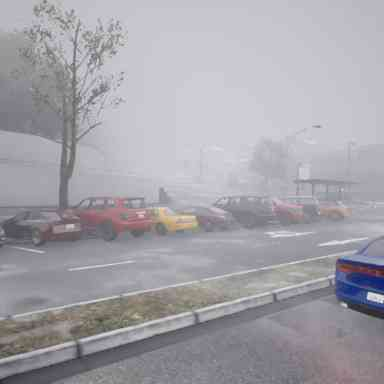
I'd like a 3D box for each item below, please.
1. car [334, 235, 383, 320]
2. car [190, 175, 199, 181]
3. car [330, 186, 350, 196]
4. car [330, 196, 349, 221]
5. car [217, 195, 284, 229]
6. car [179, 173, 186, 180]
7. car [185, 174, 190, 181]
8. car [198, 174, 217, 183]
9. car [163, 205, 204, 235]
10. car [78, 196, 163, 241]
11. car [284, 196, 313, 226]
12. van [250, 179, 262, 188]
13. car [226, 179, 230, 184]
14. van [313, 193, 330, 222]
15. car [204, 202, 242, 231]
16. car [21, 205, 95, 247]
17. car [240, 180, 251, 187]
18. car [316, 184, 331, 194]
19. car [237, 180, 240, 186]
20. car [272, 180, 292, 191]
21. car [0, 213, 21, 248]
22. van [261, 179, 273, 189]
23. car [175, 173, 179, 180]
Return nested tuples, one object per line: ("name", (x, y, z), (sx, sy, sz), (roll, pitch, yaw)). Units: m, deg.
("car", (4.864, 1.487, 6.585), (5.008, 1.535, 1.882), (0, 0, -35))
("car", (2.726, -3.700, 87.770), (2.435, 2.045, 5.566), (7, 3, 34))
("car", (25.185, 0.135, 55.770), (2.002, 1.452, 4.674), (7, 3, 35))
("car", (10.263, 1.402, 27.294), (4.553, 1.767, 2.185), (-1, -1, 35))
("car", (2.796, 1.262, 22.177), (5.566, 2.045, 2.435), (-1, -1, 35))
("car", (-0.793, -4.086, 92.710), (2.185, 1.767, 4.553), (4, 1, 34))
("car", (0.934, -3.852, 90.238), (2.185, 1.767, 4.553), (6, 3, 34))
("car", (4.574, -3.177, 85.509), (1.946, 1.575, 5.366), (7, 3, 34))
("car", (-2.241, 1.502, 18.797), (5.366, 1.575, 1.946), (-1, -1, 35))
("car", (-4.563, 1.247, 16.973), (5.566, 2.045, 2.435), (-1, -1, 35))
("car", (5.312, 1.266, 23.879), (5.566, 2.045, 2.435), (-1, -1, 35))
("van", (14.811, -1.765, 70.473), (1.878, 1.987, 4.442), (7, 4, 35))
("car", (9.671, -2.318, 77.993), (2.002, 1.452, 4.674), (7, 3, 35))
("van", (7.852, 1.296, 25.546), (4.442, 1.987, 1.878), (-1, -1, 35))
("car", (0.367, 1.548, 20.422), (4.674, 1.452, 2.002), (-1, -1, 35))
("car", (-7.010, 1.524, 15.230), (4.792, 1.488, 2.163), (-1, -1, 35))
("car", (13.240, -1.813, 73.206), (1.946, 1.575, 5.366), (7, 3, 35))
("car", (23.497, -0.427, 58.244), (2.435, 2.045, 5.566), (7, 3, 35))
("car", (11.411, -2.045, 75.529), (2.002, 1.452, 4.674), (7, 4, 35))
("car", (18.295, -0.994, 65.636), (2.231, 1.521, 4.892), (7, 3, 35))
("car", (-9.432, 1.493, 13.486), (4.892, 1.521, 2.231), (-1, -1, 35))
("van", (16.537, -1.492, 68.000), (1.878, 1.987, 4.442), (7, 4, 35))
("car", (-2.562, -4.363, 95.060), (2.435, 2.045, 5.566), (1, -1, 34))
